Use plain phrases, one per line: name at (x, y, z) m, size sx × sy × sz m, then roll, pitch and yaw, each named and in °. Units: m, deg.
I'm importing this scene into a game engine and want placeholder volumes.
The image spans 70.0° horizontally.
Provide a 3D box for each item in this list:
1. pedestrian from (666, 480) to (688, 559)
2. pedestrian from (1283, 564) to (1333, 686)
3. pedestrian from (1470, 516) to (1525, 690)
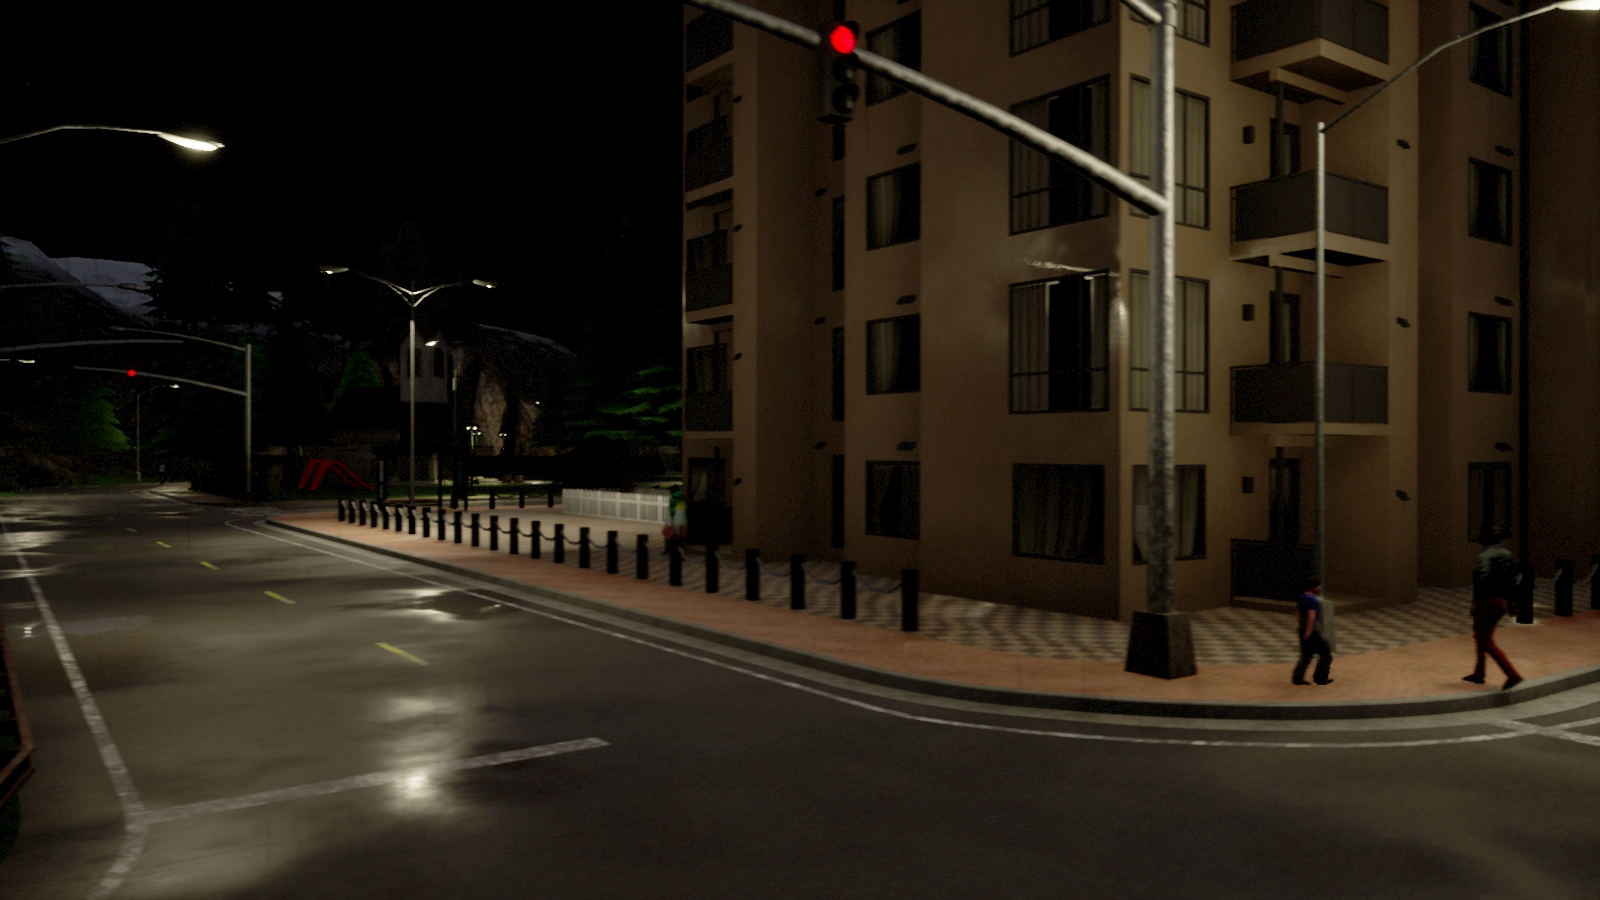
pedestrian at (-2.923, 1.646, 27.180) m, size 0.375 × 1.860 × 0.375 m, roll 0°, pitch 0°, yaw -41°
pedestrian at (5.693, 1.953, 12.811) m, size 0.375 × 1.300 × 0.375 m, roll 0°, pitch 0°, yaw -7°
pedestrian at (7.727, 1.677, 12.656) m, size 0.375 × 1.860 × 0.375 m, roll 0°, pitch 0°, yaw -29°
